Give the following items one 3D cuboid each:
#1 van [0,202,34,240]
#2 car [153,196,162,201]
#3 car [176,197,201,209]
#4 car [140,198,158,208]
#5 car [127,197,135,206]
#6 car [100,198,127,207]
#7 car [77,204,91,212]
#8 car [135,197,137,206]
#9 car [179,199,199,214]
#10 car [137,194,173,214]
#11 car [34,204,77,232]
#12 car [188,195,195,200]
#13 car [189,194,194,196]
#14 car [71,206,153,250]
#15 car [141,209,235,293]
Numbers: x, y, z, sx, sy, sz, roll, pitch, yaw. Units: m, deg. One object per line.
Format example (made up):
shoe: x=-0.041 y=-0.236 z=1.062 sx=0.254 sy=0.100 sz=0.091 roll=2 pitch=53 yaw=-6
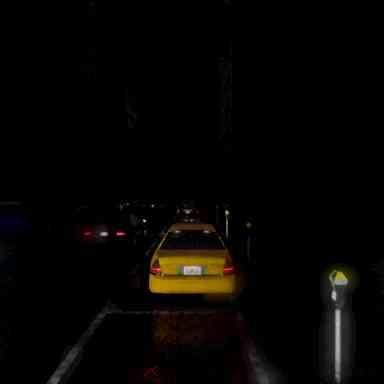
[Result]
van: x=-8.815 y=1.342 z=14.478 sx=1.690 sy=1.788 sz=3.998 roll=0 pitch=0 yaw=0
car: x=-8.782 y=1.643 z=84.589 sx=1.802 sy=1.307 sz=4.206 roll=0 pitch=0 yaw=0
car: x=-0.290 y=1.443 z=25.481 sx=1.967 sy=1.590 sz=4.097 roll=0 pitch=0 yaw=0
car: x=-6.147 y=1.612 z=48.022 sx=1.895 sy=1.301 sz=4.718 roll=0 pitch=0 yaw=0
car: x=-8.815 y=1.591 z=41.985 sx=1.802 sy=1.307 sz=4.206 roll=0 pitch=0 yaw=0
car: x=-8.815 y=1.572 z=36.483 sx=1.947 sy=1.339 sz=4.313 roll=0 pitch=0 yaw=0
car: x=-8.815 y=1.585 z=25.481 sx=1.802 sy=1.307 sz=4.206 roll=0 pitch=0 yaw=0
car: x=-8.816 y=1.452 z=47.486 sx=1.967 sy=1.590 sz=4.097 roll=0 pitch=0 yaw=0
car: x=-0.290 y=1.557 z=36.484 sx=2.008 sy=1.369 sz=4.403 roll=0 pitch=0 yaw=0
car: x=-3.144 y=1.221 z=29.397 sx=2.150 sy=2.045 sz=5.566 roll=0 pitch=0 yaw=0
car: x=-8.815 y=1.568 z=19.979 sx=1.947 sy=1.339 sz=4.313 roll=0 pitch=0 yaw=0
car: x=-0.237 y=1.636 z=95.394 sx=2.008 sy=1.369 sz=4.403 roll=0 pitch=0 yaw=0
car: x=-0.257 y=1.501 z=84.576 sx=1.967 sy=1.590 sz=4.097 roll=0 pitch=0 yaw=0
car: x=-3.144 y=1.548 z=14.379 sx=2.033 sy=1.411 sz=5.357 roll=0 pitch=0 yaw=0
car: x=0.005 y=1.457 z=8.840 sx=1.801 sy=1.575 sz=5.366 roll=0 pitch=0 yaw=0
